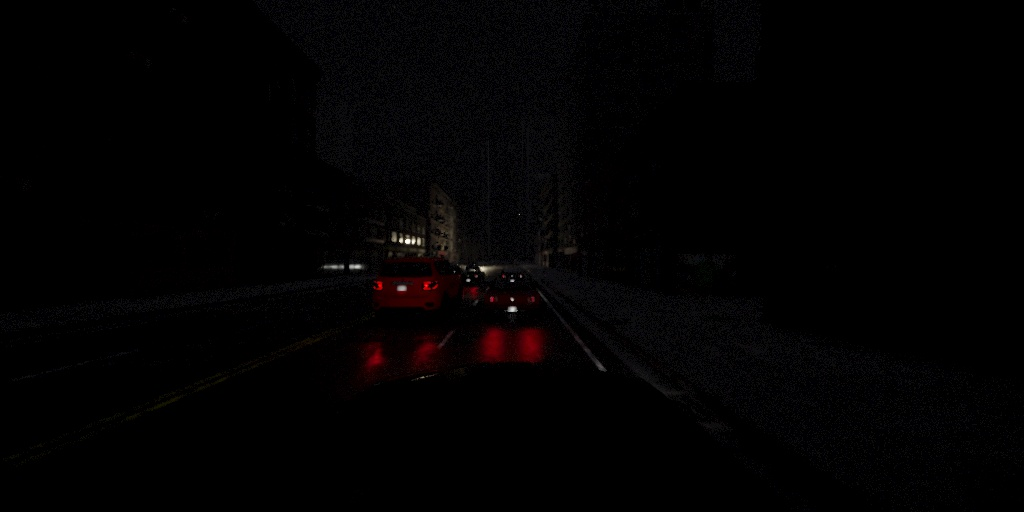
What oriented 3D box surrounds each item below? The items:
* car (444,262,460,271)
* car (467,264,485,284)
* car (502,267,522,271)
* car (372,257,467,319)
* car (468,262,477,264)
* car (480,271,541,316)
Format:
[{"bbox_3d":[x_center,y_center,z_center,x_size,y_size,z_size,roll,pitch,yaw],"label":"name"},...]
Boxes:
[{"bbox_3d":[-9.817,1.713,58.732,1.812,1.442,4.674,0,-1,0],"label":"car"},{"bbox_3d":[-3.220,1.544,28.747,1.895,1.301,4.718,0,0,1],"label":"car"},{"bbox_3d":[0.030,1.544,28.744,1.895,1.301,4.718,0,0,1],"label":"car"},{"bbox_3d":[-3.222,1.056,13.251,2.150,2.045,5.566,0,0,0],"label":"car"},{"bbox_3d":[-6.572,1.692,58.740,1.837,1.490,4.892,0,0,0],"label":"car"},{"bbox_3d":[0.033,1.437,13.747,1.895,1.301,4.718,0,0,1],"label":"car"}]
